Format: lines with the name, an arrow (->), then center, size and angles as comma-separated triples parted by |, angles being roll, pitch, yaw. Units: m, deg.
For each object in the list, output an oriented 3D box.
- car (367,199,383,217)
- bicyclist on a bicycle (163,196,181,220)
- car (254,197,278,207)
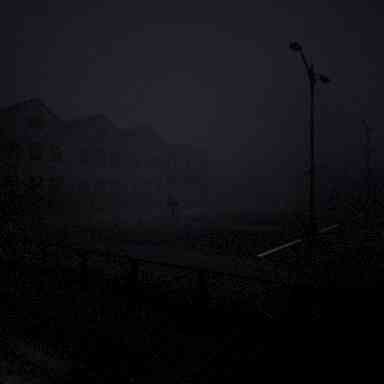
car -> 15.429, 1.298, 26.810 | 2.007, 1.523, 4.514 | 0, 0, 35
bicyclist on a bicycle -> -1.393, 1.109, 23.058 | 1.656, 1.620, 0.582 | 0, 0, 35
car -> 10.442, 1.356, 46.685 | 2.033, 1.411, 5.357 | 0, 0, 32
